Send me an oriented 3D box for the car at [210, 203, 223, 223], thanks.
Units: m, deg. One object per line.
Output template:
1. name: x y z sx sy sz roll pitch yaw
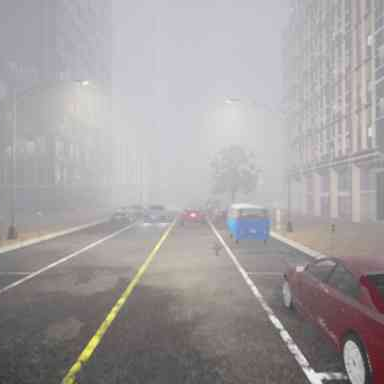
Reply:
1. car: 2.678 1.875 27.889 1.802 1.307 4.206 0 -1 0

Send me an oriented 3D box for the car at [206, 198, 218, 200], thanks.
1. car: 2.671 1.775 44.982 2.192 1.841 5.009 0 -1 0

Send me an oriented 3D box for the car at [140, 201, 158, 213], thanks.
1. car: -5.710 1.983 44.806 1.752 1.417 4.829 0 -1 0

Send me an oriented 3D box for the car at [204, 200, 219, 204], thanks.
1. car: 2.672 1.971 39.283 1.947 1.339 4.313 0 -1 0

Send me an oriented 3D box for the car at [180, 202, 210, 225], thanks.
1. car: 0.086 1.786 26.887 2.163 1.488 4.792 0 -1 0

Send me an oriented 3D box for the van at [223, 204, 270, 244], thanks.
1. van: 2.684 1.518 16.495 1.690 1.788 3.998 0 -1 0

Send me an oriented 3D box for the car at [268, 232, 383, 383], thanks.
1. car: 2.689 1.602 5.101 1.887 1.381 4.507 0 -1 0

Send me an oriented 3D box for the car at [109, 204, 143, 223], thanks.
1. car: -5.702 1.844 27.886 2.008 1.369 4.403 0 -1 0

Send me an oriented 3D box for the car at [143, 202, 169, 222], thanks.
1. car: -3.113 1.836 29.627 1.812 1.442 4.674 0 -1 0

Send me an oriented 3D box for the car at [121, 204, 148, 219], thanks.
1. car: -5.705 1.916 33.582 1.947 1.339 4.313 0 -1 0
